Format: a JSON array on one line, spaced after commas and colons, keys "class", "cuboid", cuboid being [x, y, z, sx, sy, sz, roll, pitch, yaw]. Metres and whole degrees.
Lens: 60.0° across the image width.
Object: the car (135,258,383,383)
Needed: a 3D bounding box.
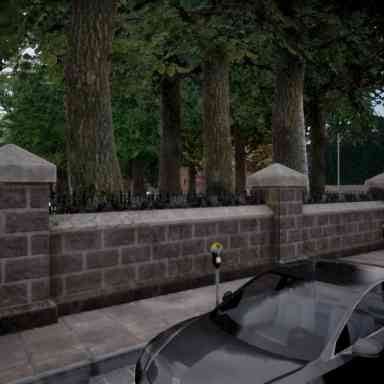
[{"class": "car", "cuboid": [1.470, 1.565, 3.872, 4.313, 1.339, 1.947, 0, -1, -36]}]
